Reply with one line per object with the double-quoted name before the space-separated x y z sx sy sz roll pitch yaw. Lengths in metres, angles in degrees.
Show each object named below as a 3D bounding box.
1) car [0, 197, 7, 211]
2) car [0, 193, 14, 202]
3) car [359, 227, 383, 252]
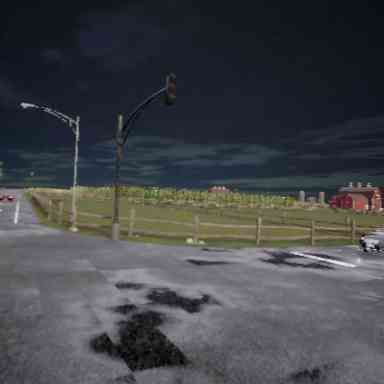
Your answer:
"car" -10.002 1.175 15.332 2.128 1.511 4.902 3 -1 -27
"car" -28.245 0.770 50.733 1.895 1.301 4.718 3 -1 -27
"car" 10.701 2.429 17.031 4.902 1.511 2.128 4 -2 -27
